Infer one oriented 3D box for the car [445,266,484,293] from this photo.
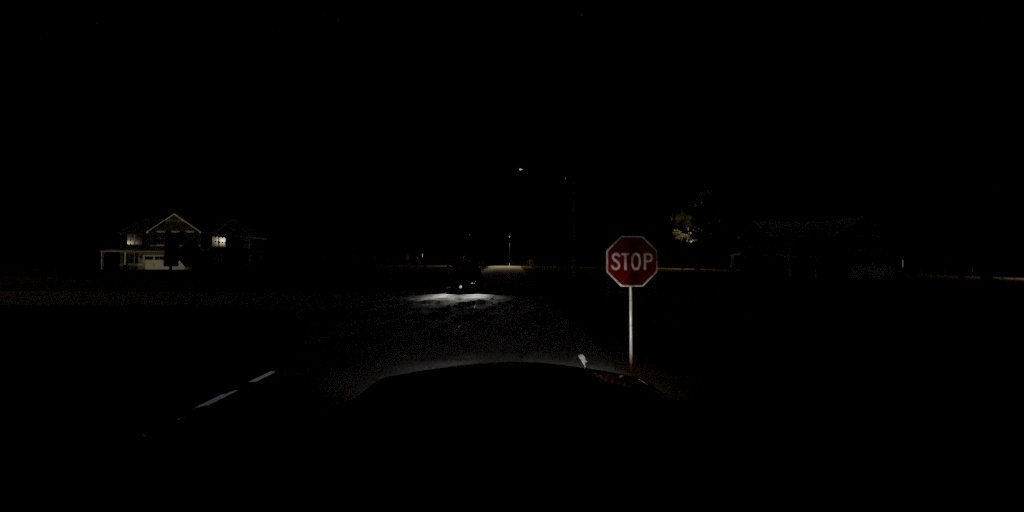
[{"bbox_3d":[-2.742,1.365,21.481,1.837,1.490,4.892,0,1,0],"label":"car"}]
